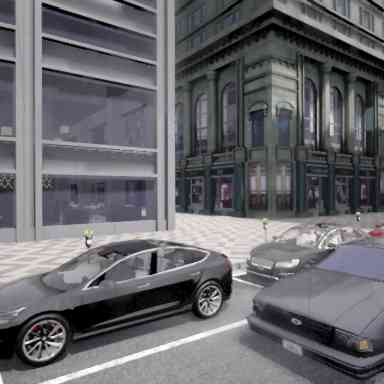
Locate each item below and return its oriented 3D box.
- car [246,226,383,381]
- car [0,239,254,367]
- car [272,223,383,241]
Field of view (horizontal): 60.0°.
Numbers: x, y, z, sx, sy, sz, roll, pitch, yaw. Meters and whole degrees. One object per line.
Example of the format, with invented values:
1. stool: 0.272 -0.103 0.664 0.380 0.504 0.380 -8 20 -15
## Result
1. car: 3.416 1.553 5.704 5.357 1.411 2.033 0 0 -36
2. car: -1.198 1.568 5.802 4.313 1.339 1.947 0 0 -36
3. car: 3.385 1.558 9.083 4.403 1.369 2.008 0 0 -36
